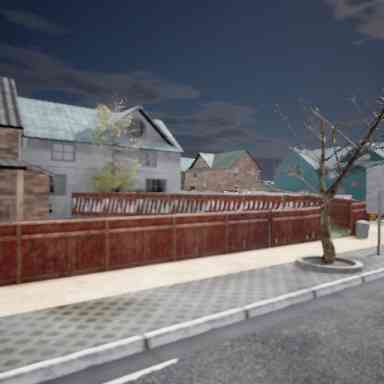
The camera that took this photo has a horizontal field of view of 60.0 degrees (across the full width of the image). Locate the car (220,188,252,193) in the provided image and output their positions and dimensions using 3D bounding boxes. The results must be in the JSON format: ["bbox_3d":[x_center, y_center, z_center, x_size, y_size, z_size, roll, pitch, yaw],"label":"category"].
[{"bbox_3d":[4.811,0.692,32.995,2.150,2.045,5.566,1,1,-35],"label":"car"}]

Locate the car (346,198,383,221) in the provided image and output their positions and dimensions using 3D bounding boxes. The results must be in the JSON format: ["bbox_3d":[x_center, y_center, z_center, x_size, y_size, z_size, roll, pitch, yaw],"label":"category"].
[{"bbox_3d":[11.178,1.193,24.051,1.882,1.535,5.008,1,1,-35],"label":"car"}]
